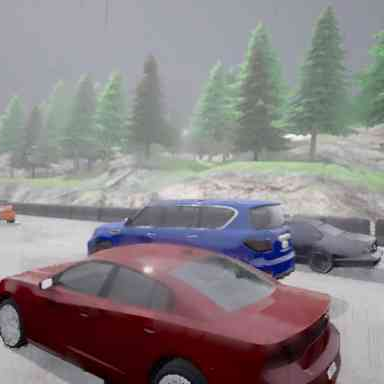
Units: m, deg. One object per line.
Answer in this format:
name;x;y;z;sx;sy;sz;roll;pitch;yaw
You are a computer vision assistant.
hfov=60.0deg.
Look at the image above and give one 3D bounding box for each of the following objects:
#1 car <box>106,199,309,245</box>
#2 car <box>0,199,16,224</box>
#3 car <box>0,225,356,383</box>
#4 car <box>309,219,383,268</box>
car;-0.243;1.191;8.463;5.566;2.045;2.150;0;0;35
car;-13.995;1.227;22.567;4.553;1.767;2.097;0;0;35
car;-0.728;1.462;4.510;5.008;1.535;1.882;0;0;35
car;2.918;1.529;10.507;5.357;1.411;2.033;0;0;35
